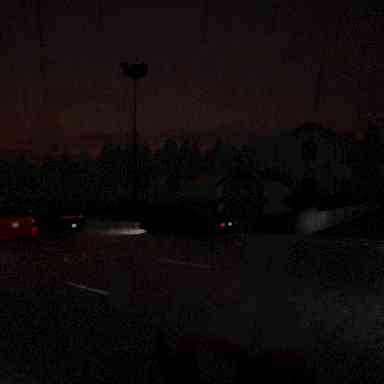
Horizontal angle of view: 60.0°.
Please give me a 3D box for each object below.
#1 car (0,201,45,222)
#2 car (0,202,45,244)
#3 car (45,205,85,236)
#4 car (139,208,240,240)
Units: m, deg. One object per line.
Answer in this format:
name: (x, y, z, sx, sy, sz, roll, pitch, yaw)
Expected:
car: (-14.529, 1.537, 27.242, 5.357, 1.411, 2.033, 0, 0, 35)
car: (-8.804, 1.346, 14.564, 4.553, 1.767, 2.097, 0, 0, 35)
car: (-7.944, 1.485, 18.250, 4.902, 1.511, 2.128, 0, 0, 35)
car: (-0.255, 1.545, 17.068, 5.357, 1.411, 2.033, 0, 0, 35)
